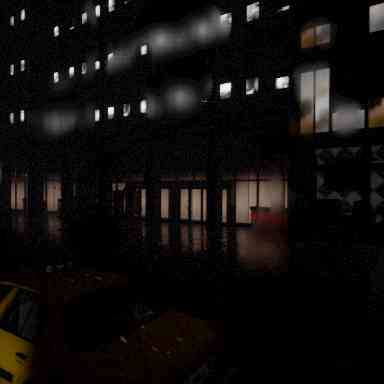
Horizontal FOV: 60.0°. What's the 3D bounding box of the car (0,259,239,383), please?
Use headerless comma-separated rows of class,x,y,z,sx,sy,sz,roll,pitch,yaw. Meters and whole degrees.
car,-1.817,1.526,4.162,4.829,1.417,1.752,0,1,36
